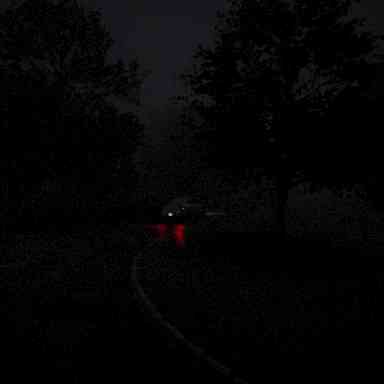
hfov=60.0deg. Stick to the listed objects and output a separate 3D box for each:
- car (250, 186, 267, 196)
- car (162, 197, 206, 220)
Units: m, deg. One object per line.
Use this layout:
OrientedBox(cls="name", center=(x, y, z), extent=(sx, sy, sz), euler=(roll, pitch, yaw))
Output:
OrientedBox(cls="car", center=(9.970, -0.191, 49.871), extent=(1.882, 1.535, 5.008), euler=(-2, 2, 21))
OrientedBox(cls="car", center=(-0.520, 1.090, 22.951), extent=(1.812, 1.442, 4.674), euler=(-2, 1, 21))
